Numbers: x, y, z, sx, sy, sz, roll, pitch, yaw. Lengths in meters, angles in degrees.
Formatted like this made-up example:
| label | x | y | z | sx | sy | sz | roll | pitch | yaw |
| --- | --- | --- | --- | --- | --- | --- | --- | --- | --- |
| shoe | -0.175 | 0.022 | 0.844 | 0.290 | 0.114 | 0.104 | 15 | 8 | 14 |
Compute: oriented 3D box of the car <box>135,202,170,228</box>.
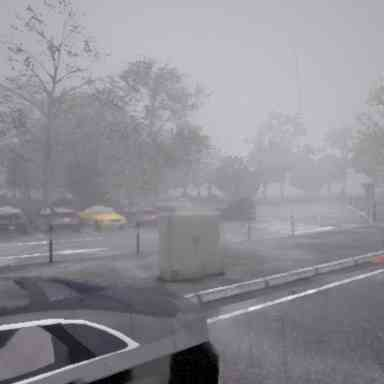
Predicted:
| label | x | y | z | sx | sy | sz | roll | pitch | yaw |
| --- | --- | --- | --- | --- | --- | --- | --- | --- | --- |
| car | -3.925 | 1.675 | 23.977 | 2.163 | 1.488 | 4.792 | 1 | 0 | -36 |

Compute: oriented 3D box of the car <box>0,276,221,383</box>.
| label | x | y | z | sx | sy | sz | roll | pitch | yaw |
| --- | --- | --- | --- | --- | --- | --- | --- | --- | --- |
| car | -2.021 | 1.492 | 2.242 | 4.902 | 1.511 | 2.128 | 0 | 0 | -35 |

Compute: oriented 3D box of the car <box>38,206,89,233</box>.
| label | x | y | z | sx | sy | sz | roll | pitch | yaw |
| --- | --- | --- | --- | --- | --- | --- | --- | --- | --- |
| car | -8.440 | 1.628 | 20.747 | 2.163 | 1.488 | 4.792 | 1 | 0 | -36 |

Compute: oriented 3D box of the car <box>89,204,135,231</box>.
| label | x | y | z | sx | sy | sz | roll | pitch | yaw |
| --- | --- | --- | --- | --- | --- | --- | --- | --- | --- |
| car | -6.058 | 1.619 | 22.187 | 1.946 | 1.575 | 5.366 | 1 | 0 | -36 |

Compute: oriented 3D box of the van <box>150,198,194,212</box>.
| label | x | y | z | sx | sy | sz | roll | pitch | yaw |
| --- | --- | --- | --- | --- | --- | --- | --- | --- | --- |
| van | -1.582 | 1.443 | 25.473 | 1.878 | 1.987 | 4.442 | 1 | 0 | -36 |

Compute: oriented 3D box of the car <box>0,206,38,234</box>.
| label | x | y | z | sx | sy | sz | roll | pitch | yaw |
| --- | --- | --- | --- | --- | --- | --- | --- | --- | --- |
| car | -10.676 | 1.577 | 19.105 | 2.231 | 1.521 | 4.892 | 1 | 0 | -36 |
